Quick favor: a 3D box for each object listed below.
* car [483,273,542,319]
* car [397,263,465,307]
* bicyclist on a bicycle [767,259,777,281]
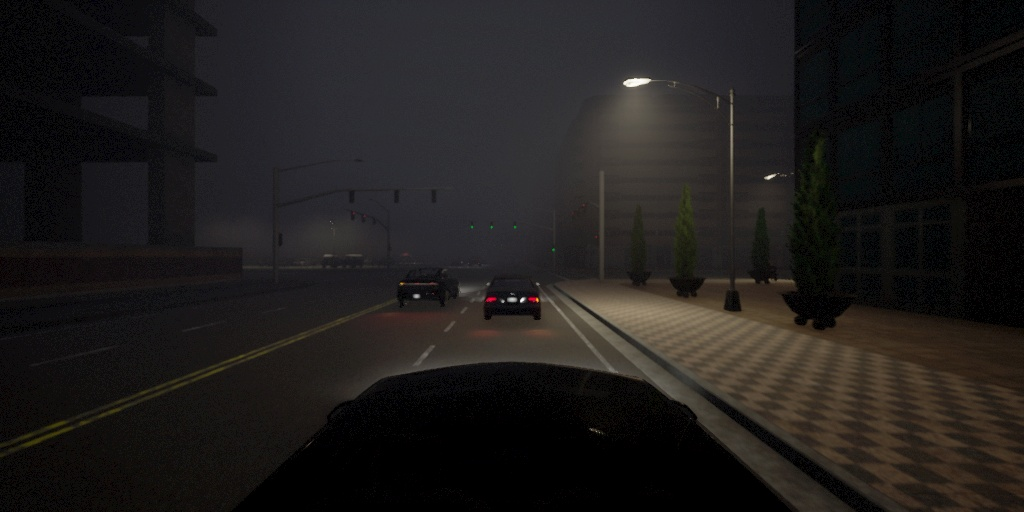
[{"bbox_3d":[0.028,1.298,12.763,2.033,1.411,5.357,0,0,1],"label":"car"},{"bbox_3d":[-3.454,1.242,15.442,2.128,1.511,4.902,0,0,0],"label":"car"},{"bbox_3d":[18.379,0.996,25.660,0.582,1.620,1.656,0,0,0],"label":"bicyclist on a bicycle"}]
